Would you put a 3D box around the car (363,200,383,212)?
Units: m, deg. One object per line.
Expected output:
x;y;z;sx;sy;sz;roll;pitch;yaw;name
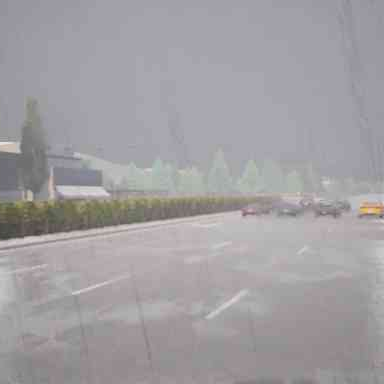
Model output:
22.248;1.659;40.782;1.895;1.301;4.718;-1;-1;30;car

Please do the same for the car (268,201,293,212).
11.656;1.854;43.476;1.895;1.301;4.718;-1;-1;30;car

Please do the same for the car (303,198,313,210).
14.761;1.539;41.859;2.097;1.767;4.553;-1;-1;30;car

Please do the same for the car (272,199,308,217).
9.876;1.743;33.228;1.994;1.385;4.181;-1;-1;30;car

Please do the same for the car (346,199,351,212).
18.716;1.616;41.682;2.128;1.511;4.902;-1;-1;30;car

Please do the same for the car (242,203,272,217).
6.814;1.808;34.931;1.994;1.385;4.181;-1;-1;30;car

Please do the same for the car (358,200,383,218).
16.721;1.526;31.093;1.882;1.535;5.008;-1;0;30;car

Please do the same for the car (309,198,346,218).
12.875;1.606;31.437;2.128;1.511;4.902;-1;-1;30;car
